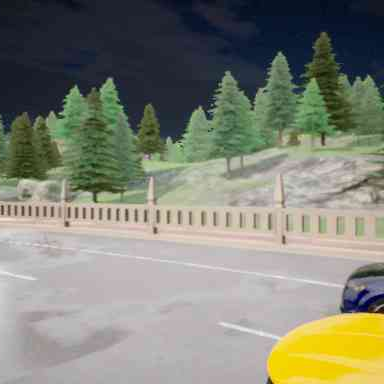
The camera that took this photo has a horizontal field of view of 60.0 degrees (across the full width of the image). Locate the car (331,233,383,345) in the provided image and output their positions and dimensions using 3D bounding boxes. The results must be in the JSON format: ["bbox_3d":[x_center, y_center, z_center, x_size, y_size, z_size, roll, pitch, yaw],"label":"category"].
[{"bbox_3d":[4.487,1.542,4.884,4.181,1.385,1.994,0,0,36],"label":"car"}]

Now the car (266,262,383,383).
[{"bbox_3d":[2.857,1.468,1.787,5.008,1.535,1.882,0,0,36],"label":"car"}]
